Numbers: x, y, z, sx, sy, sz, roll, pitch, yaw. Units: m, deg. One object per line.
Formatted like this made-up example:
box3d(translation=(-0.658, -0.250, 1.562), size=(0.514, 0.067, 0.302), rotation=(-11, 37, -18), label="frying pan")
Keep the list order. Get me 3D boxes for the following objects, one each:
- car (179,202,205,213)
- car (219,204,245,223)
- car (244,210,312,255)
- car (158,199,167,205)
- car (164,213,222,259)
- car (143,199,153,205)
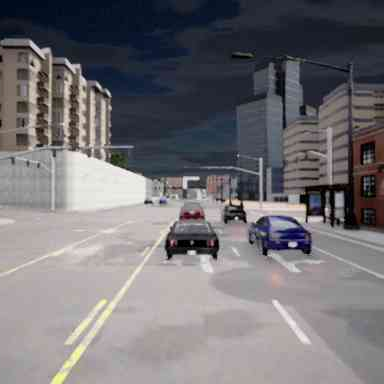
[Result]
box3d(translation=(0.019, 1.665, 28.401), size=(2.097, 1.767, 4.553), rotation=(0, -1, 0), label="car")
box3d(translation=(3.518, 1.823, 28.479), size=(1.837, 1.490, 4.892), rotation=(0, 0, 0), label="car")
box3d(translation=(3.524, 1.680, 13.870), size=(1.812, 1.442, 4.674), rotation=(0, 0, 0), label="car")
box3d(translation=(-7.001, 2.360, 80.011), size=(1.882, 1.535, 5.008), rotation=(0, -1, 0), label="car")
box3d(translation=(0.016, 1.748, 13.231), size=(1.895, 1.301, 4.718), rotation=(0, -1, 0), label="car")
box3d(translation=(-10.501, 2.435, 80.010), size=(1.994, 1.385, 4.181), rotation=(0, -1, 0), label="car")
